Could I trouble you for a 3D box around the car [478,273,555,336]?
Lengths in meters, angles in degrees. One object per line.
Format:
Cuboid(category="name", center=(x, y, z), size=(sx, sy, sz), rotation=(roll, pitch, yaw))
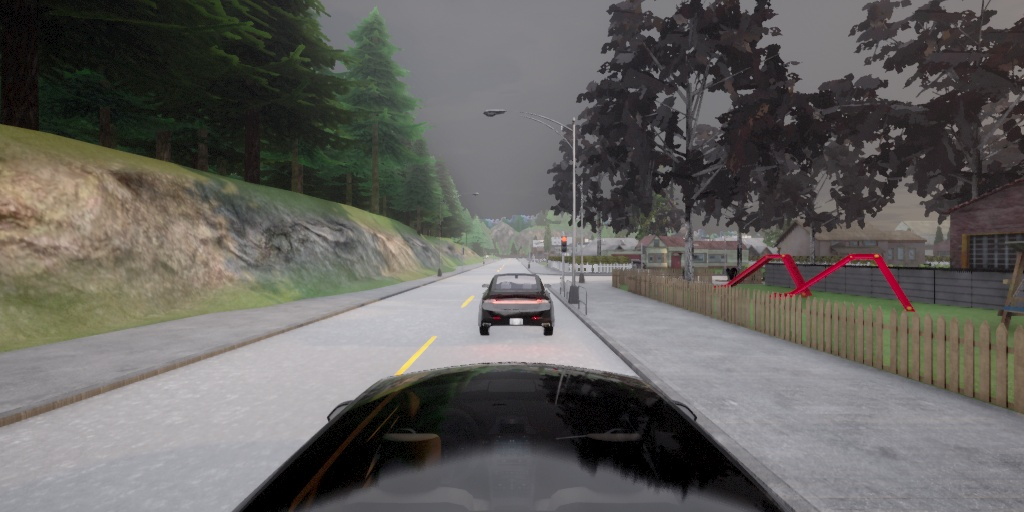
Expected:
Cuboid(category="car", center=(0.128, 1.242, 10.383), size=(2.128, 1.511, 4.902), rotation=(0, 0, 1))
